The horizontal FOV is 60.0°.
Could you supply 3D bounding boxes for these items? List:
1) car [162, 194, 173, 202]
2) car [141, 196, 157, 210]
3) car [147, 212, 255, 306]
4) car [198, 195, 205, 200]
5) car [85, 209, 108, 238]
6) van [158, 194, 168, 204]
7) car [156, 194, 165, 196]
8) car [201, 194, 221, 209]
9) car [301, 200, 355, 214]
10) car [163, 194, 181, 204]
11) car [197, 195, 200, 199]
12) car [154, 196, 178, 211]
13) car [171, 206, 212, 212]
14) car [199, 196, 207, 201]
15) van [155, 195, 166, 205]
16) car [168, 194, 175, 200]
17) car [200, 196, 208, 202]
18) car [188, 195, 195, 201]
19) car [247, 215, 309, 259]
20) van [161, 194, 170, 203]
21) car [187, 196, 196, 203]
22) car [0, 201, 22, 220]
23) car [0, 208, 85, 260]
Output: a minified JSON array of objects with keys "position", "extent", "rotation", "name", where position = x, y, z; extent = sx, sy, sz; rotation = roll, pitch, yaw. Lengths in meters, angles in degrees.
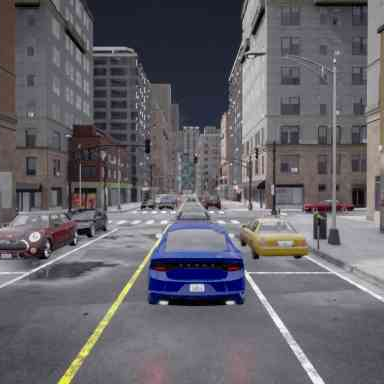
[{"position":[-5.801,1.380,78.092],"extent":[2.192,1.841,5.009],"rotation":[-1,0,0],"name":"car"},{"position":[-5.746,1.601,44.577],"extent":[1.947,1.339,4.313],"rotation":[-1,0,0],"name":"car"},{"position":[0.084,1.478,8.126],"extent":[1.882,1.535,5.008],"rotation":[0,0,0],"name":"car"},{"position":[2.714,1.624,94.862],"extent":[2.008,1.369,4.403],"rotation":[-1,0,0],"name":"car"},{"position":[-5.704,1.571,17.703],"extent":[1.947,1.339,4.313],"rotation":[-1,0,0],"name":"car"},{"position":[-5.783,1.398,66.920],"extent":[1.690,1.788,3.998],"rotation":[-1,0,0],"name":"van"},{"position":[-5.764,1.573,55.578],"extent":[1.752,1.417,4.829],"rotation":[-1,0,0],"name":"car"},{"position":[2.777,1.351,44.589],"extent":[2.192,1.841,5.009],"rotation":[-1,0,0],"name":"car"},{"position":[13.308,1.458,32.848],"extent":[4.718,1.301,1.895],"rotation":[-1,1,-1],"name":"car"},{"position":[-3.173,1.552,53.486],"extent":[1.837,1.490,4.892],"rotation":[0,-1,0],"name":"car"},{"position":[2.747,1.372,66.933],"extent":[2.192,1.841,5.009],"rotation":[-1,0,0],"name":"car"},{"position":[-3.164,1.580,42.036],"extent":[2.033,1.411,5.357],"rotation":[0,0,0],"name":"car"},{"position":[0.073,1.606,17.489],"extent":[1.895,1.301,4.718],"rotation":[0,0,0],"name":"car"},{"position":[2.728,1.633,83.691],"extent":[1.947,1.339,4.313],"rotation":[-1,0,0],"name":"car"},{"position":[-5.775,1.394,61.334],"extent":[1.690,1.788,3.998],"rotation":[-1,0,0],"name":"van"},{"position":[-5.825,1.513,94.849],"extent":[1.967,1.590,4.097],"rotation":[-1,0,0],"name":"car"},{"position":[2.735,1.590,78.275],"extent":[1.752,1.417,4.829],"rotation":[-1,0,0],"name":"car"},{"position":[-0.131,1.537,84.471],"extent":[1.895,1.301,4.718],"rotation":[0,0,0],"name":"car"},{"position":[2.829,1.527,12.391],"extent":[1.752,1.417,4.829],"rotation":[-1,0,0],"name":"car"},{"position":[-5.792,1.402,72.506],"extent":[1.690,1.788,3.998],"rotation":[-1,0,0],"name":"van"},{"position":[-0.115,1.579,74.019],"extent":[2.128,1.511,4.902],"rotation":[0,0,0],"name":"car"},{"position":[-18.073,1.664,29.486],"extent":[5.008,1.535,1.882],"rotation":[-1,1,-1],"name":"car"},{"position":[-5.696,1.442,12.207],"extent":[1.967,1.590,4.097],"rotation":[-1,0,0],"name":"car"}]
